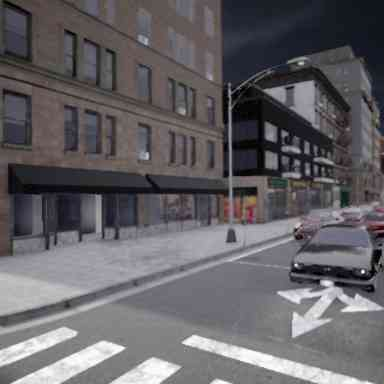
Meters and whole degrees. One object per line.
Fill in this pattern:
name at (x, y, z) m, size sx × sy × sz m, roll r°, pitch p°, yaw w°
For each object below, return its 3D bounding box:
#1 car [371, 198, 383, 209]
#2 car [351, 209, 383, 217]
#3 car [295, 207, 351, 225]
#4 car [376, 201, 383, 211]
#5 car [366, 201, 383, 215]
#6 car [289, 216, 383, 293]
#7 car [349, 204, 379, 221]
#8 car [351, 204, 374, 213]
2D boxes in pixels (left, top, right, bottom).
car at (16.110, 1.478, 26.568) m, size 2.150 × 2.045 × 5.566 m, roll -1°, pitch -1°, yaw 35°
car at (10.118, 1.782, 17.880) m, size 1.895 × 1.301 × 4.718 m, roll -1°, pitch -1°, yaw 35°
car at (6.813, 1.655, 17.553) m, size 1.967 × 1.590 × 4.097 m, roll -1°, pitch -1°, yaw 34°
car at (28.656, 2.060, 49.345) m, size 2.008 × 1.369 × 4.403 m, roll -1°, pitch -1°, yaw 34°
car at (22.414, 1.860, 40.263) m, size 1.967 × 1.590 × 4.097 m, roll -1°, pitch -1°, yaw 34°
car at (4.418, 1.660, 9.614) m, size 2.033 × 1.411 × 5.357 m, roll -1°, pitch -1°, yaw 33°
car at (16.175, 1.885, 31.177) m, size 2.008 × 1.369 × 4.403 m, roll -1°, pitch -1°, yaw 34°
car at (13.055, 1.875, 26.634) m, size 1.802 × 1.307 × 4.206 m, roll -1°, pitch -1°, yaw 34°
